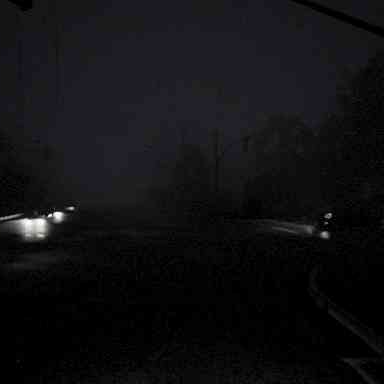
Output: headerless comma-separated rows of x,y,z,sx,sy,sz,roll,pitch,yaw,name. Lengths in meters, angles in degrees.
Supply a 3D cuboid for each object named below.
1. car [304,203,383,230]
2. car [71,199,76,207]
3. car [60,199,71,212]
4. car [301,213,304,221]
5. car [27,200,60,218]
10.171,1.529,21.866,4.553,1.767,2.097,1,0,-11,car
-21.396,1.971,58.277,1.994,1.385,4.181,0,0,-14,car
-17.704,1.782,43.799,2.128,1.511,4.902,0,0,-14,car
10.724,1.743,25.548,4.674,1.442,1.812,1,-1,-11,car
-15.223,1.726,33.702,2.128,1.511,4.902,0,0,-12,car
